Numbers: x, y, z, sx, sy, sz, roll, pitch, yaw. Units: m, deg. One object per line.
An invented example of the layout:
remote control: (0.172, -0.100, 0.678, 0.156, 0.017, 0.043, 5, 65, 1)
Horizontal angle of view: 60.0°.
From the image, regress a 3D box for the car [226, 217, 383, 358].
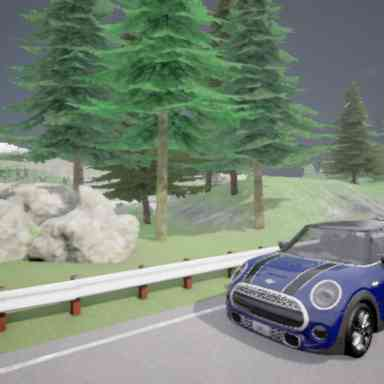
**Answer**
car: (2.765, 1.342, 6.126, 4.553, 1.767, 2.097, 0, 0, -37)
